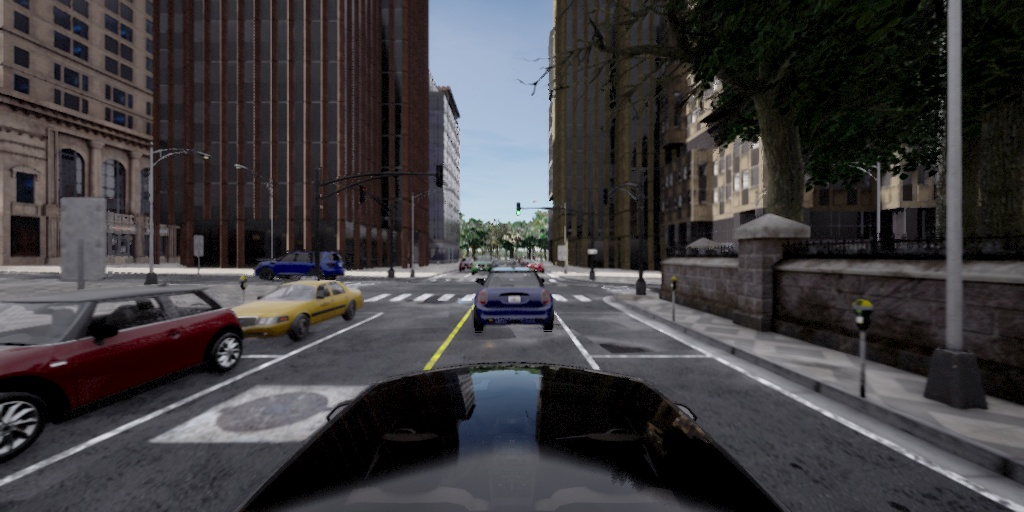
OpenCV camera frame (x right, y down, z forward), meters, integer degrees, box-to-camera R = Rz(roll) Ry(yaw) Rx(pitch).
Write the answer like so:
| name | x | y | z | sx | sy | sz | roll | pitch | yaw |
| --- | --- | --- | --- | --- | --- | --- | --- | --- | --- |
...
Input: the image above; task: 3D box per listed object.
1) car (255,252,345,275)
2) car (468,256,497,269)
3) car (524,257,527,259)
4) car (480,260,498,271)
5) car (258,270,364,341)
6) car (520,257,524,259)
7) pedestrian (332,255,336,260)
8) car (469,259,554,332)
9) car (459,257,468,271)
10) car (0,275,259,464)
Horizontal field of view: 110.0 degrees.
| name | x | y | z | sx | sy | sz | roll | pitch | yaw |
| --- | --- | --- | --- | --- | --- | --- | --- | --- | --- |
| car | -14.548 | 0.707 | 24.831 | 5.566 | 2.045 | 2.150 | 1 | 0 | 0 |
| car | -3.121 | 0.967 | 38.998 | 2.150 | 2.045 | 5.566 | 0 | 0 | 0 |
| car | 2.742 | 1.186 | 42.094 | 1.967 | 1.591 | 4.097 | 0 | 0 | 0 |
| car | -3.100 | 1.294 | 49.367 | 2.033 | 1.411 | 5.357 | 0 | 0 | 1 |
| car | -5.766 | 1.273 | 9.949 | 1.751 | 1.417 | 4.829 | 0 | 0 | 0 |
| car | 2.733 | 1.299 | 58.406 | 2.007 | 1.370 | 4.403 | 0 | 0 | 0 |
| pedestrian | -13.780 | 0.640 | 27.816 | 0.375 | 1.860 | 0.375 | 0 | -1 | 0 |
| car | -0.033 | 1.099 | 11.057 | 2.097 | 1.767 | 4.553 | 0 | 0 | -3 |
| car | -5.787 | 1.061 | 47.527 | 2.192 | 1.841 | 5.009 | 0 | 0 | 0 |
| car | -5.763 | 1.189 | 4.662 | 1.967 | 1.591 | 4.097 | 0 | 0 | 0 |
